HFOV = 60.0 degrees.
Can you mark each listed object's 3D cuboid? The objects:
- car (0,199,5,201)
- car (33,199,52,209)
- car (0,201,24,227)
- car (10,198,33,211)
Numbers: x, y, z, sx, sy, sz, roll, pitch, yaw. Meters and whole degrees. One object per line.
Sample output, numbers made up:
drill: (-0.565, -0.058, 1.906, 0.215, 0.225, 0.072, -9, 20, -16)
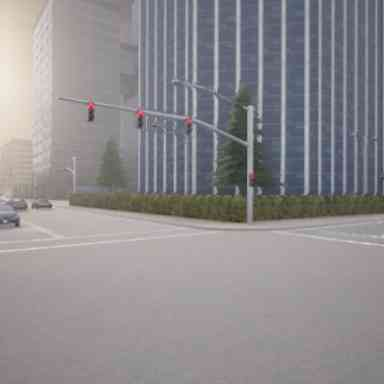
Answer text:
car: (-18.563, 1.236, 30.337, 2.150, 2.045, 5.566, 0, 0, -36)
car: (-20.442, 1.593, 45.295, 1.994, 1.385, 4.181, 0, 0, -36)
car: (-12.914, 1.547, 22.456, 1.812, 1.442, 4.674, 0, 0, -36)
car: (-21.378, 1.511, 40.591, 2.128, 1.511, 4.902, 0, 0, -36)
